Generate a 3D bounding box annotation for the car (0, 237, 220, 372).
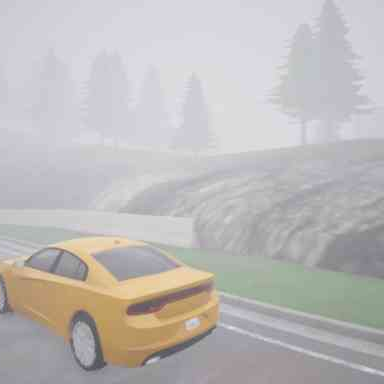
[{"bbox_3d":[-1.827,1.549,5.918,5.008,1.535,1.882,-1,-1,42],"label":"car"}]
